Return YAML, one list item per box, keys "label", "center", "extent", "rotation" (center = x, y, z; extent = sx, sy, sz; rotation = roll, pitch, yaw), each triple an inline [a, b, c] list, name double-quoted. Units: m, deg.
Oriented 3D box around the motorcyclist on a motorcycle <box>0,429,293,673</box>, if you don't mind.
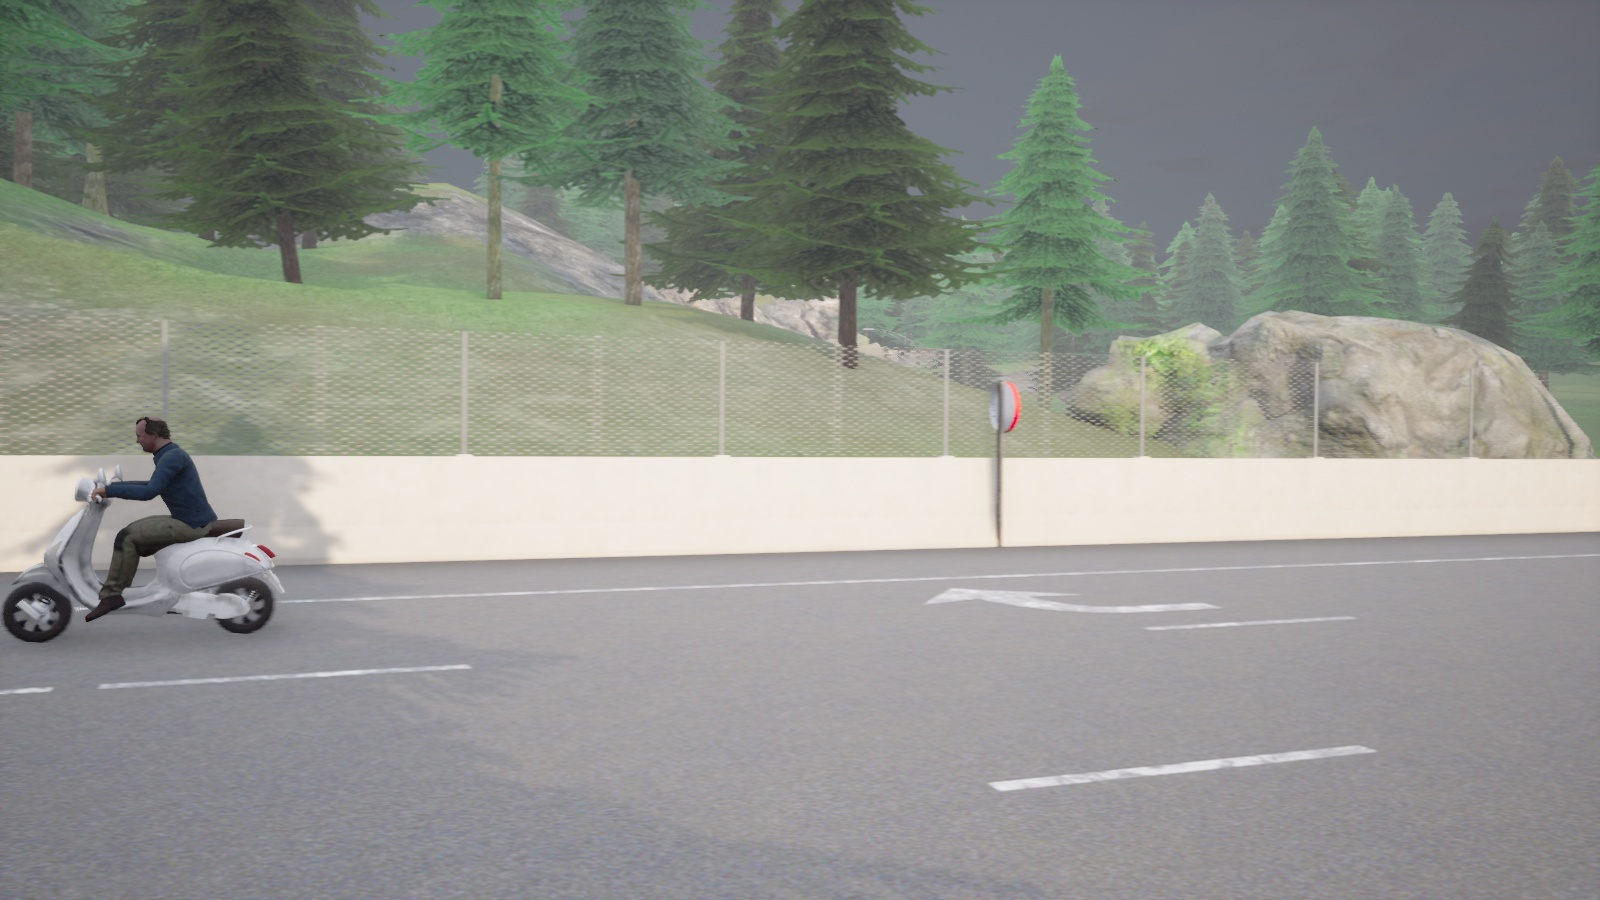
- label: "motorcyclist on a motorcycle"
  center: [-4.628, 0.656, 8.969]
  extent: [1.817, 1.590, 0.866]
  rotation: [-1, 1, -21]
